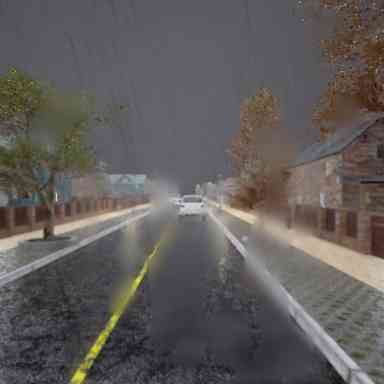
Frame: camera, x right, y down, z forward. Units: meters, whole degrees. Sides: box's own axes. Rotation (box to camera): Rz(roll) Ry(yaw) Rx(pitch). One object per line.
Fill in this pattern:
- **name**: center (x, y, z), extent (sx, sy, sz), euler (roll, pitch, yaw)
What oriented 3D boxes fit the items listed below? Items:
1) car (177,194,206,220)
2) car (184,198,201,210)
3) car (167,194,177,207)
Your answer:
- **car**: center (0.068, 1.292, 29.127), extent (2.150, 2.045, 5.566), euler (0, 0, 0)
- **car**: center (0.052, 1.616, 45.608), extent (2.128, 1.511, 4.902), euler (0, 0, 0)
- **car**: center (-2.866, 1.384, 55.930), extent (2.150, 2.045, 5.566), euler (0, 0, 1)
